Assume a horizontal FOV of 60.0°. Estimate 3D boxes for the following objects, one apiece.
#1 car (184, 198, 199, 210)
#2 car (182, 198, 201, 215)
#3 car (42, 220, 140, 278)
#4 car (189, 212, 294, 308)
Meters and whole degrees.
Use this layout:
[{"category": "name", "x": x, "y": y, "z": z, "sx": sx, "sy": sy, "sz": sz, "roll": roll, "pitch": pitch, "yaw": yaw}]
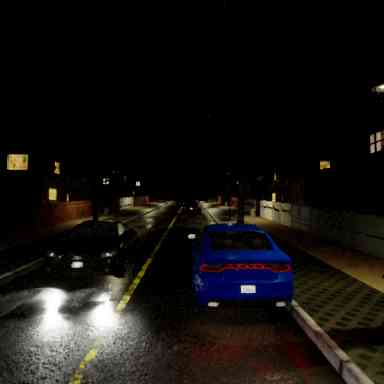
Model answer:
[{"category": "car", "x": -0.082, "y": 1.565, "z": 44.645, "sx": 1.837, "sy": 1.490, "sz": 4.892, "roll": 0, "pitch": 0, "yaw": 0}, {"category": "car", "x": -0.041, "y": 1.609, "z": 34.765, "sx": 1.994, "sy": 1.385, "sz": 4.181, "roll": 0, "pitch": 0, "yaw": 1}, {"category": "car", "x": -2.780, "y": 1.575, "z": 10.048, "sx": 1.994, "sy": 1.385, "sz": 4.181, "roll": 0, "pitch": 0, "yaw": 0}, {"category": "car", "x": 0.939, "y": 1.487, "z": 8.071, "sx": 1.882, "sy": 1.535, "sz": 5.008, "roll": 0, "pitch": 0, "yaw": 0}]
